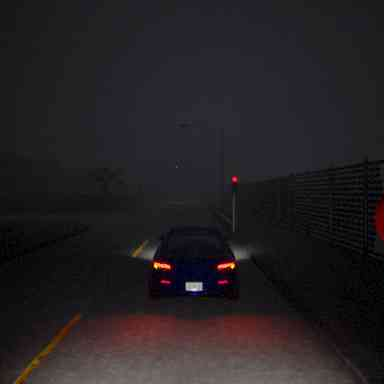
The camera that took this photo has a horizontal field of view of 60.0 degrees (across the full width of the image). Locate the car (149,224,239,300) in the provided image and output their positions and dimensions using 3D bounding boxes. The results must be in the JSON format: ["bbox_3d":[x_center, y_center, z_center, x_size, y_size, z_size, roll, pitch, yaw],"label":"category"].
[{"bbox_3d":[0.058,1.522,8.244,1.812,1.442,4.674,0,0,1],"label":"car"}]
